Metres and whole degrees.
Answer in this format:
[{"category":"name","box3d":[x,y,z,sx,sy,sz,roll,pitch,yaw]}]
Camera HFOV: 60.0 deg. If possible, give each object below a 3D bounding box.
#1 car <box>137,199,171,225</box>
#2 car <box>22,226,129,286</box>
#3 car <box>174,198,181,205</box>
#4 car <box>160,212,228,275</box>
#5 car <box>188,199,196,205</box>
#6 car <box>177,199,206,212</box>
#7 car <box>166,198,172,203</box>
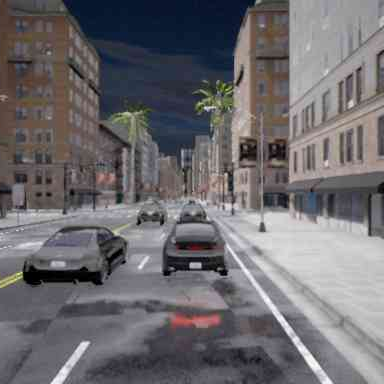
[{"category":"car","box3d":[-3.167,1.688,27.303,2.097,1.767,4.553,0,-1,0]},{"category":"car","box3d":[-3.154,1.685,9.823,1.994,1.385,4.181,0,-1,0]},{"category":"car","box3d":[-3.300,2.342,83.156,2.097,1.767,4.553,0,-1,0]},{"category":"car","box3d":[0.094,1.641,10.924,1.837,1.490,4.892,0,0,0]},{"category":"car","box3d":[-0.050,2.487,83.186,1.837,1.490,4.892,0,-1,0]},{"category":"car","box3d":[0.085,1.683,27.005,2.097,1.767,4.553,0,-1,0]},{"category":"car","box3d":[-6.555,2.439,91.520,1.837,1.490,4.892,0,-1,0]}]
